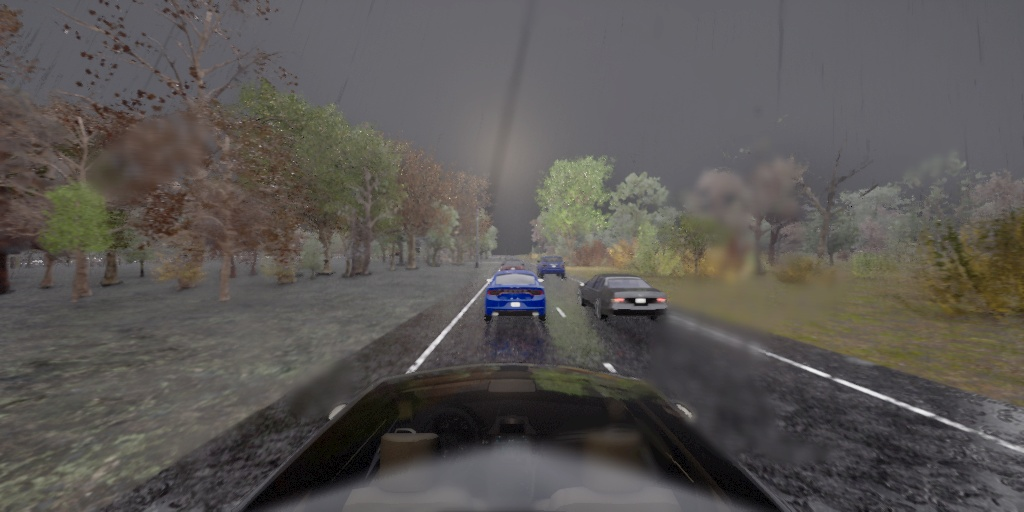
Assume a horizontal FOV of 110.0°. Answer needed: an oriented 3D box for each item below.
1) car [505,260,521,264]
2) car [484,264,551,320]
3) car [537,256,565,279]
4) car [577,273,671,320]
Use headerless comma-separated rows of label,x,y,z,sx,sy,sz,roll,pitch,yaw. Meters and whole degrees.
car,0.081,1.107,33.060,2.097,1.767,4.553,0,0,0
car,0.105,1.229,12.680,1.882,1.535,5.008,0,0,0
car,3.581,0.977,33.359,2.150,2.045,5.566,0,0,0
car,3.595,1.300,12.538,2.033,1.411,5.357,0,0,0
